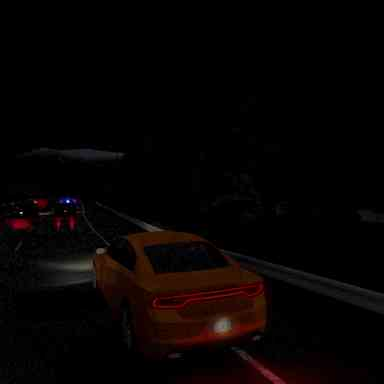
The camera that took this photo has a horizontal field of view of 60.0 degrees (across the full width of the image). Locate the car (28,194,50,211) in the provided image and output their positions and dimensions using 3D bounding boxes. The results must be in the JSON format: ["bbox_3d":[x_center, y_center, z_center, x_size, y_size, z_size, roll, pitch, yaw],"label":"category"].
[{"bbox_3d":[-18.519,1.221,40.041,2.150,2.045,5.566,0,0,-19],"label":"car"}]

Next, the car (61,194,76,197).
[{"bbox_3d":[-15.353,1.221,41.433,2.150,2.045,5.566,0,0,-18],"label":"car"}]

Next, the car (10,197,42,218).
[{"bbox_3d":[-15.108,1.505,30.147,1.837,1.490,4.892,0,0,-19],"label":"car"}]

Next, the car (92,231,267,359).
[{"bbox_3d":[-0.658,1.478,6.299,1.882,1.535,5.008,0,0,-25],"label":"car"}]

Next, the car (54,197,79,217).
[{"bbox_3d":[-11.933,1.491,31.535,2.128,1.511,4.902,0,0,-19],"label":"car"}]
